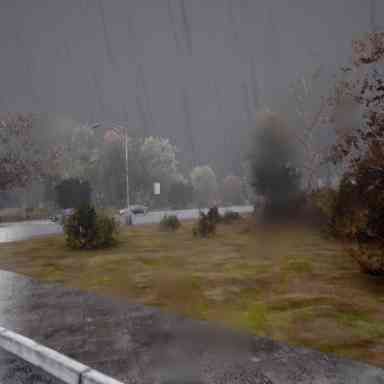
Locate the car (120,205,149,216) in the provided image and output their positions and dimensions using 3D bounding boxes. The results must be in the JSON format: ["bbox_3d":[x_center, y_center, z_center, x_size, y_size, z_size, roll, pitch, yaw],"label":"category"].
[{"bbox_3d":[-7.919,2.493,45.408,2.128,1.511,4.902,-3,-2,32],"label":"car"}]

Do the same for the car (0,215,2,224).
[{"bbox_3d":[-18.914,2.441,28.352,1.837,1.490,4.892,-3,-2,35],"label":"car"}]

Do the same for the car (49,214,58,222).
[{"bbox_3d":[-13.473,2.519,36.664,1.994,1.385,4.181,-3,-2,32],"label":"car"}]
